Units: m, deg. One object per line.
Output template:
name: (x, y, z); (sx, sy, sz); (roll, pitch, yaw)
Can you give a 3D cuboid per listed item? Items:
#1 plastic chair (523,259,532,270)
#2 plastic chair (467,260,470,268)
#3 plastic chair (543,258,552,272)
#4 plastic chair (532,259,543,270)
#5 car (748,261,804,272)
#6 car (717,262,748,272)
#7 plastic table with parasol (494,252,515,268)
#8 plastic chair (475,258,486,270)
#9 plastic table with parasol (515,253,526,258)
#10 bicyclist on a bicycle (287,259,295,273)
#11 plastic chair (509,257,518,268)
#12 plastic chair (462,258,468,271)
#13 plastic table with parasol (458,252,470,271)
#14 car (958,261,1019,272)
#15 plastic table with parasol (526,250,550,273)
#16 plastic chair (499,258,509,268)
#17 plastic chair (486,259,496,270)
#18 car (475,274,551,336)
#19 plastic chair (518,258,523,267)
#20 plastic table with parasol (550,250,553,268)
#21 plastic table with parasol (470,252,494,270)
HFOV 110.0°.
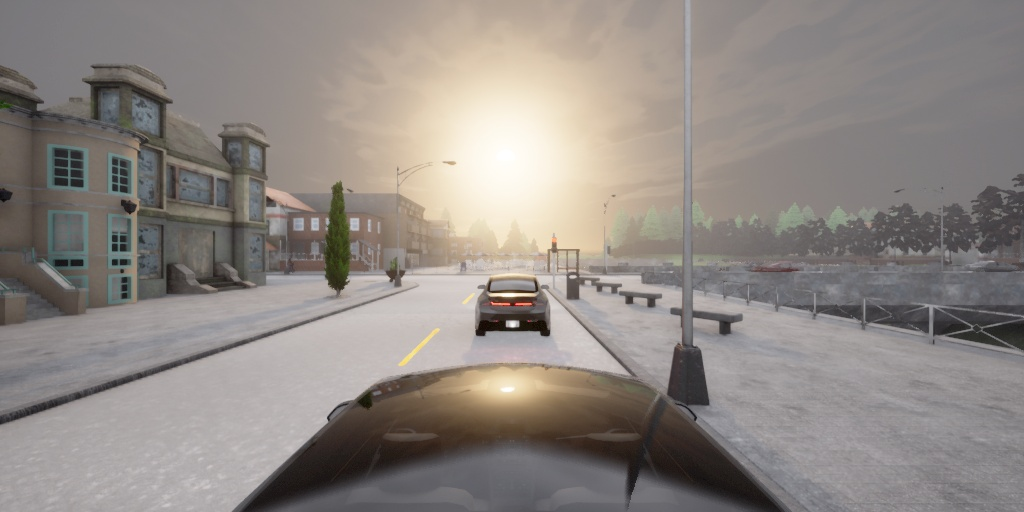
plastic chair: (2.243, 1.278, 50.044); (0.730, 1.272, 0.750); (0, 0, 0)
plastic chair: (-5.557, 1.278, 50.844); (0.730, 1.272, 0.750); (0, 0, 0)
plastic chair: (4.843, 1.278, 49.844); (0.730, 1.272, 0.750); (0, 0, 0)
plastic chair: (3.443, 1.278, 48.744); (0.750, 1.272, 0.730); (0, 0, 0)
car: (23.584, 1.227, 30.772); (5.008, 1.535, 1.882); (0, 0, 0)
car: (22.420, 1.313, 34.947); (4.181, 1.385, 1.994); (0, 0, 0)
plastic table with parasol: (-1.206, 0.674, 57.744); (2.482, 2.480, 2.482); (0, 0, 0)
plastic chair: (-4.357, 1.278, 49.544); (0.750, 1.272, 0.730); (0, 0, 0)
plastic table with parasol: (1.164, 0.674, 65.354); (2.482, 2.480, 2.482); (0, 0, 0)
bicyclist on a bicycle: (-24.188, 1.098, 39.139); (0.582, 1.620, 1.656); (0, 0, 0)
plastic chair: (0.144, 1.278, 57.644); (0.730, 1.272, 0.750); (0, 0, 0)
plastic chair: (-7.053, 1.278, 56.176); (0.750, 1.272, 0.730); (0, 0, -1)
plastic table with parasol: (-7.126, 0.674, 57.355); (2.482, 2.480, 2.482); (0, 0, 0)
car: (46.045, 1.256, 34.879); (4.892, 1.490, 1.837); (1, 0, 0)
plastic table with parasol: (3.583, 0.674, 50.014); (2.482, 2.480, 2.482); (0, 0, 0)
plastic chair: (-1.256, 1.278, 56.544); (0.750, 1.272, 0.730); (0, 0, 0)
plastic chair: (-2.957, 1.278, 50.644); (0.730, 1.272, 0.750); (0, 0, 0)
car: (0.035, 1.255, 10.345); (1.837, 1.490, 4.892); (0, 0, 1)
plastic chair: (1.047, 1.278, 64.176); (0.750, 1.272, 0.730); (0, 0, -1)
plastic table with parasol: (4.994, 0.674, 58.644); (2.482, 2.480, 2.482); (0, 0, 0)
plastic table with parasol: (-4.237, 0.674, 50.764); (2.482, 2.480, 2.482); (0, 0, 0)
